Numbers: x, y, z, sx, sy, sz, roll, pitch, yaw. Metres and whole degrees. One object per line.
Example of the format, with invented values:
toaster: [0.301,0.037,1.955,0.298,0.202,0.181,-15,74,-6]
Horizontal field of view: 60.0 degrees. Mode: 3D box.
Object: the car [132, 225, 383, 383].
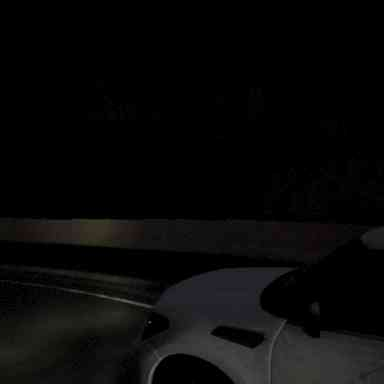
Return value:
car: [2.064,1.212,2.502,5.566,2.045,2.150,-2,-1,35]
